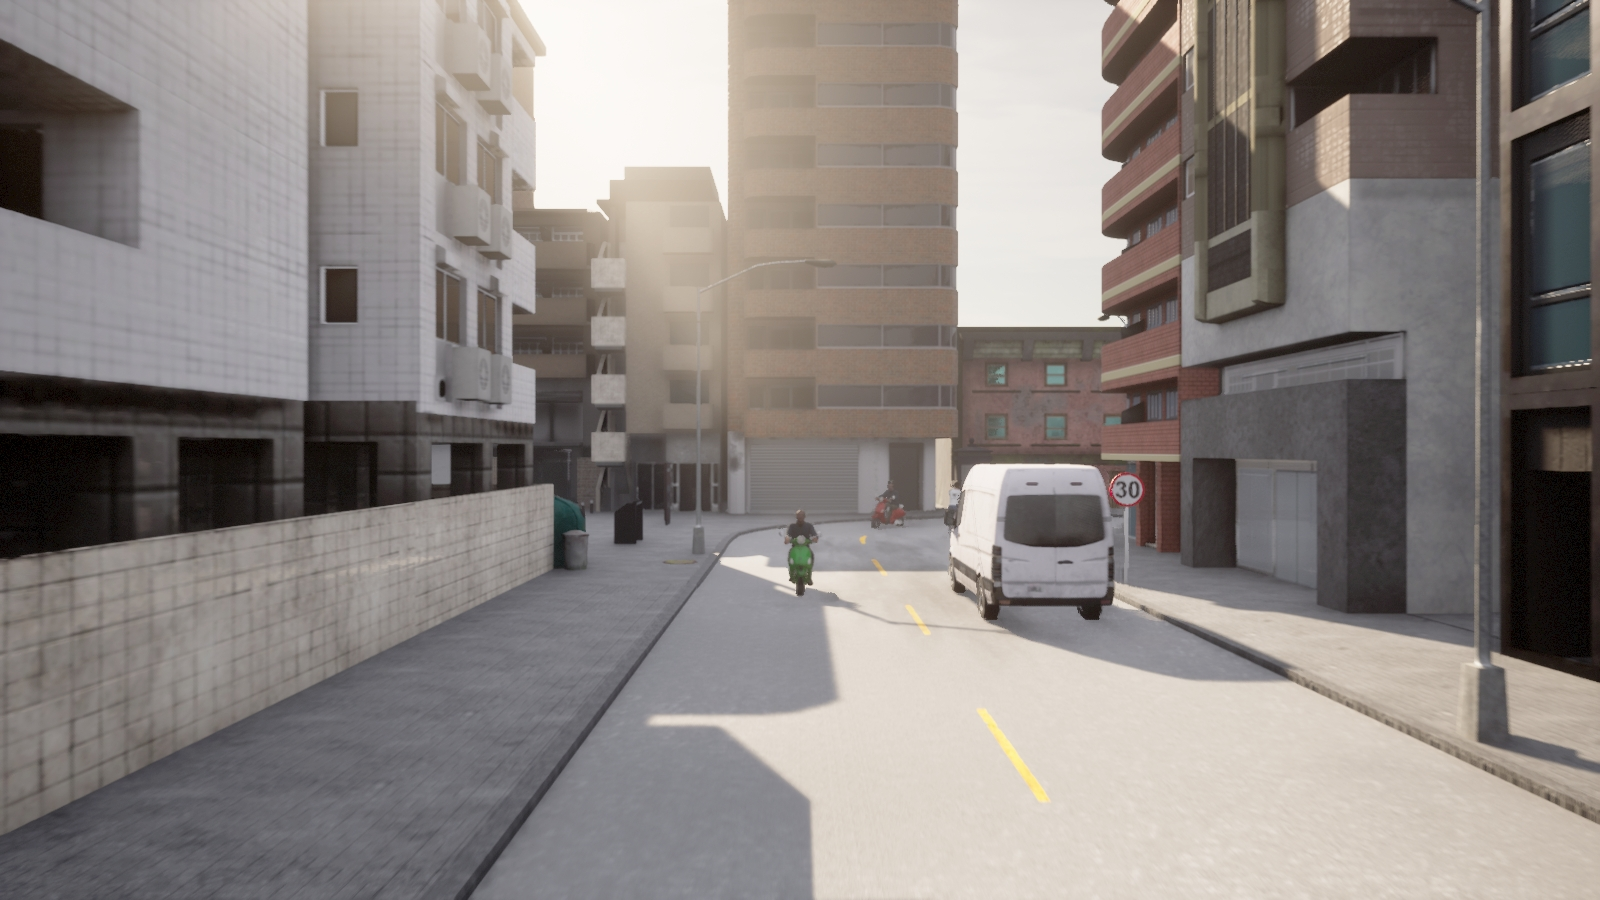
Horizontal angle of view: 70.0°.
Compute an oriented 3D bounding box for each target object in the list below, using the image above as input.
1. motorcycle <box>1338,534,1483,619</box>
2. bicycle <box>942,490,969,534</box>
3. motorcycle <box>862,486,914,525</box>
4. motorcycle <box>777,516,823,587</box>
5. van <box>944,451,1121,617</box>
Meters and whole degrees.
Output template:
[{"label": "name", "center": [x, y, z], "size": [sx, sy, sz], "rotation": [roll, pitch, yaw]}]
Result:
[{"label": "motorcycle", "center": [9.556, 1.961, 17.939], "size": [1.805, 1.236, 0.856], "rotation": [0, -1, 6]}, {"label": "bicycle", "center": [4.930, 1.935, 36.163], "size": [0.373, 1.296, 1.643], "rotation": [3, 1, 22]}, {"label": "motorcycle", "center": [3.133, 1.962, 40.690], "size": [0.856, 1.236, 1.805], "rotation": [3, 2, 44]}, {"label": "motorcycle", "center": [0.000, 1.960, 22.478], "size": [0.856, 1.236, 1.805], "rotation": [0, 0, 0]}, {"label": "van", "center": [3.987, 1.314, 20.719], "size": [1.988, 2.561, 5.915], "rotation": [0, 0, 0]}]
